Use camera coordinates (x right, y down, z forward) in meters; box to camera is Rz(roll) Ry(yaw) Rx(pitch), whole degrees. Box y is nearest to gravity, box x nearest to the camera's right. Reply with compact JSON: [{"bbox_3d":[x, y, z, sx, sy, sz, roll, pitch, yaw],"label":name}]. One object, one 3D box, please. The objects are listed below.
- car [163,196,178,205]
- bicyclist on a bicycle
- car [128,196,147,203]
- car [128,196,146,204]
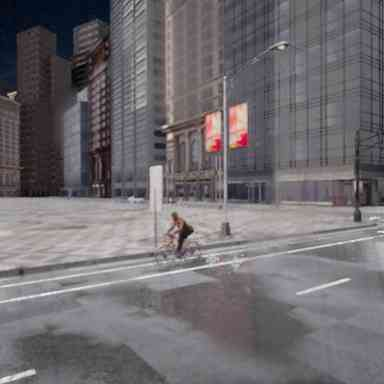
[{"bbox_3d":[-4.530,1.448,57.434,2.033,1.411,5.357,0,0,-35],"label":"car"},{"bbox_3d":[-0.385,1.413,10.037,1.656,1.620,0.582,-1,1,-35],"label":"bicyclist on a bicycle"},{"bbox_3d":[-11.005,1.534,66.569,1.895,1.301,4.718,0,0,-35],"label":"car"},{"bbox_3d":[-10.072,1.459,60.050,1.812,1.442,4.674,0,0,-35],"label":"car"}]
